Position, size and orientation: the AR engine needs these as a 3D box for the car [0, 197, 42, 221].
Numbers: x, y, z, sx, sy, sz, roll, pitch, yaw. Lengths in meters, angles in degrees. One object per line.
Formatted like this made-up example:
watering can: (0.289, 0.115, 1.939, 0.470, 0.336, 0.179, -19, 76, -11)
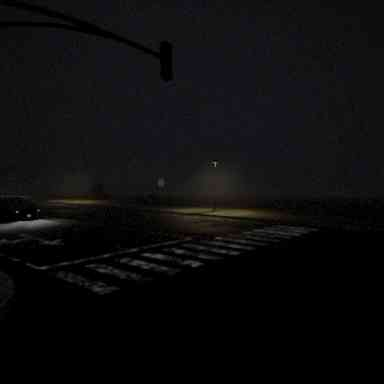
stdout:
car: (-12.222, 1.054, 22.646, 5.357, 1.411, 2.033, 1, 2, 42)
